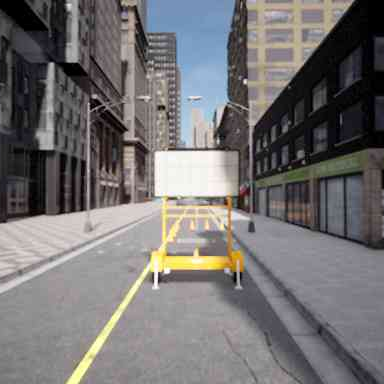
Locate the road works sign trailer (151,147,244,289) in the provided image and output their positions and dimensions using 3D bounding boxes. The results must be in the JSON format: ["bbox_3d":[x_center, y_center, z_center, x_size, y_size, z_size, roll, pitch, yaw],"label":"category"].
[{"bbox_3d":[0.136,0.551,9.413,2.380,3.560,2.880,0,-1,1],"label":"road works sign trailer"}]

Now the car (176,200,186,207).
[{"bbox_3d":[-2.182,2.263,66.801,2.033,1.411,5.357,0,-1,1],"label":"car"}]
